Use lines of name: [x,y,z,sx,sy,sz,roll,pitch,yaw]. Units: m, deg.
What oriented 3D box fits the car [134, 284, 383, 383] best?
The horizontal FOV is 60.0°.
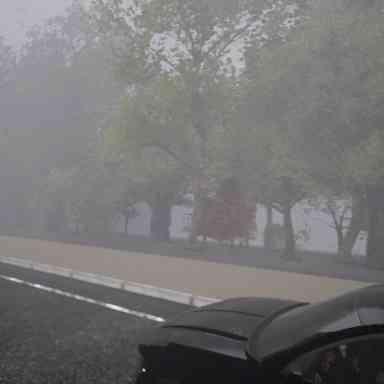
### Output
car: [1.743,1.477,2.447,5.008,1.535,1.882,-1,-1,35]
